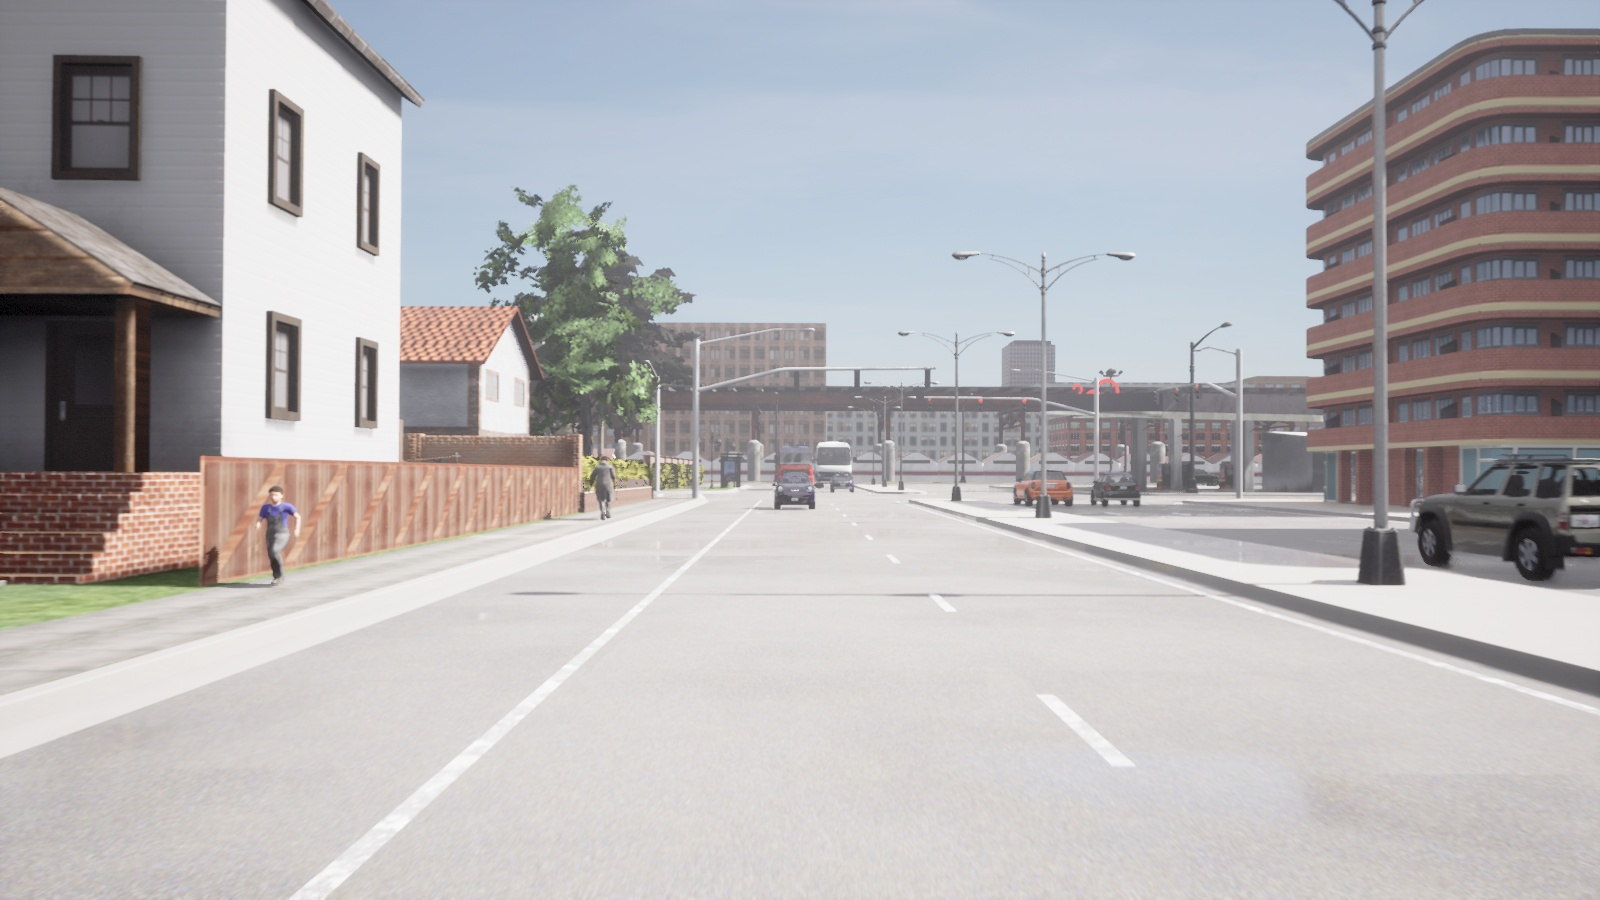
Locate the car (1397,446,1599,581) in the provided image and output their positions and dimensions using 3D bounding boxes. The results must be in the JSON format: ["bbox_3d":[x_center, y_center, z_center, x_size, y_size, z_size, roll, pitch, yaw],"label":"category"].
[{"bbox_3d":[11.424,0.915,19.654,1.932,1.855,4.605,0,-1,0],"label":"car"}]

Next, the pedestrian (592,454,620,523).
[{"bbox_3d":[-5.542,1.093,35.934,0.659,1.952,0.873,0,-1,-1],"label":"pedestrian"}]

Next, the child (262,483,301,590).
[{"bbox_3d":[-6.234,1.027,15.107,0.270,1.263,0.437,0,-1,1],"label":"child"}]

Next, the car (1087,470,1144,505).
[{"bbox_3d":[14.669,1.715,58.581,1.789,1.549,3.705,0,-1,2],"label":"car"}]

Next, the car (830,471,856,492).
[{"bbox_3d":[3.153,2.340,93.141,1.789,1.549,3.705,0,-1,0],"label":"car"}]

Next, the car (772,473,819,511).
[{"bbox_3d":[-0.192,1.689,51.369,1.845,1.501,3.633,0,-1,0],"label":"car"}]

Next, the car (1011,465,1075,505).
[{"bbox_3d":[11.278,1.609,58.591,2.097,1.767,4.553,0,-1,0],"label":"car"}]
